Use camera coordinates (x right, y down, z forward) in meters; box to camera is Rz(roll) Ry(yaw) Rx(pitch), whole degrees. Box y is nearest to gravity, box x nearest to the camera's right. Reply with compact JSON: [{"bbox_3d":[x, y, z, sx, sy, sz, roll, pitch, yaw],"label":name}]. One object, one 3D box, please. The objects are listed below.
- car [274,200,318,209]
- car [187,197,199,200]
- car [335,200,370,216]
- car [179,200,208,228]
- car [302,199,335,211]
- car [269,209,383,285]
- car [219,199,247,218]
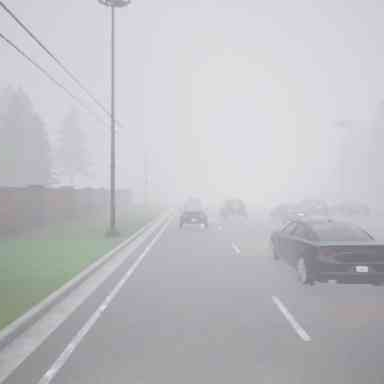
[{"bbox_3d":[7.108,1.556,24.475,2.033,1.411,5.357,0,0,0],"label":"car"},{"bbox_3d":[0.114,1.364,40.982,2.097,1.767,4.553,0,0,0],"label":"car"},{"bbox_3d":[14.110,1.501,30.072,2.128,1.511,4.902,0,0,0],"label":"car"},{"bbox_3d":[0.107,1.533,22.380,1.812,1.442,4.674,0,0,0],"label":"car"},{"bbox_3d":[10.611,1.362,29.844,2.097,1.767,4.553,0,0,0],"label":"car"},{"bbox_3d":[3.604,1.481,9.513,1.882,1.535,5.008,0,0,0],"label":"car"},{"bbox_3d":[3.610,1.362,29.847,2.097,1.767,4.553,0,0,0],"label":"car"}]
